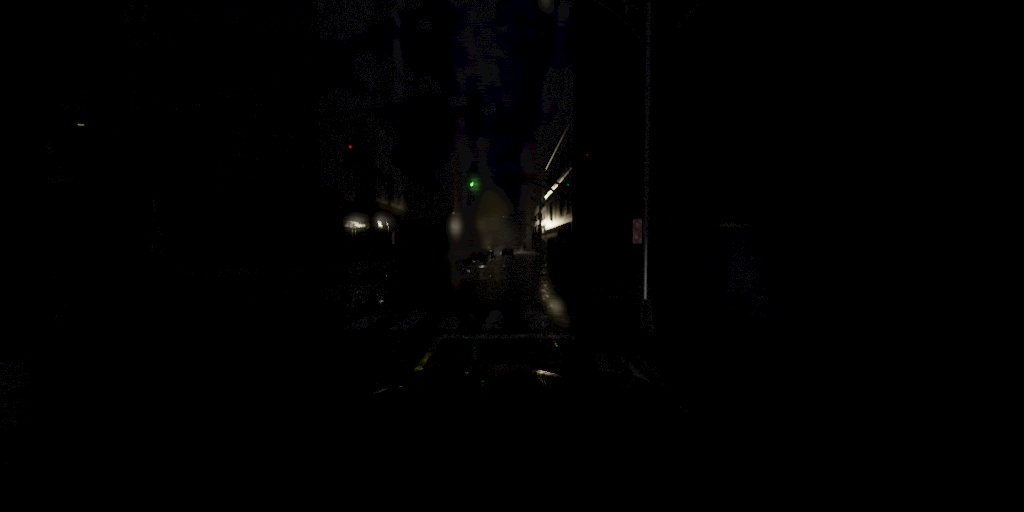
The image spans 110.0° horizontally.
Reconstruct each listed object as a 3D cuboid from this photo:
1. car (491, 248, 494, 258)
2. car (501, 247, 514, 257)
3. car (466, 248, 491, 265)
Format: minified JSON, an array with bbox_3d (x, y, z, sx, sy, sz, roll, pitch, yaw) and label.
[{"bbox_3d":[-3.712,-0.505,53.971,2.128,1.511,4.902,0,2,0],"label":"car"},{"bbox_3d":[-0.723,-0.697,59.158,1.882,1.535,5.008,0,2,-1],"label":"car"},{"bbox_3d":[-3.530,0.132,36.681,2.033,1.411,5.357,0,2,-1],"label":"car"}]
